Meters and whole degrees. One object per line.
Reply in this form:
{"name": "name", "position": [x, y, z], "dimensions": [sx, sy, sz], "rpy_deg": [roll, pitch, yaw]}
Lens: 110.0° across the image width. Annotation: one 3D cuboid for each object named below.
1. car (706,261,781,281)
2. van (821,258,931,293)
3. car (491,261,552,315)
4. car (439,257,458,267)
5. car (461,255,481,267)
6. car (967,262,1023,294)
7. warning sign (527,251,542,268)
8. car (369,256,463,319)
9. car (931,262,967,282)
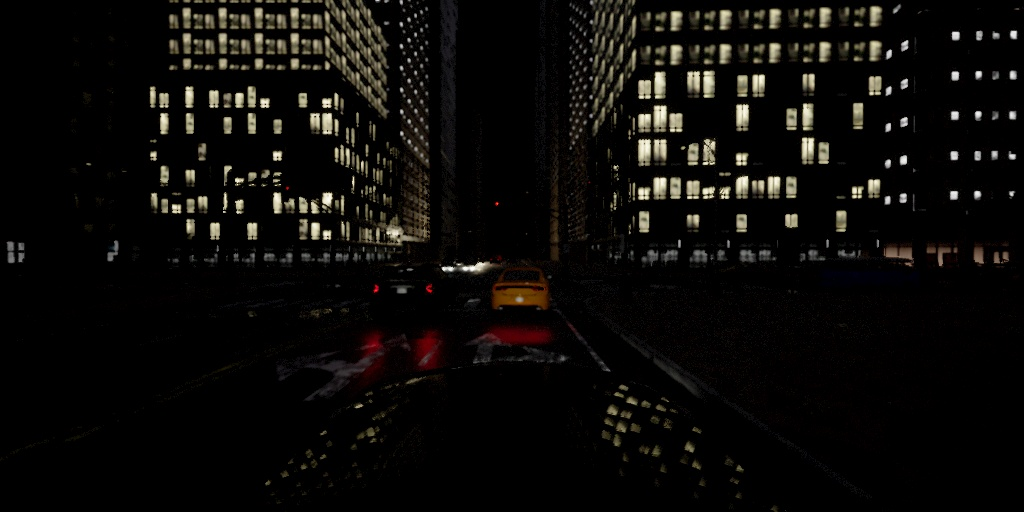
{"name": "car", "position": [17.088, 1.091, 26.602], "dimensions": [4.829, 1.417, 1.751], "rpy_deg": [0, 0, 2]}
{"name": "van", "position": [18.358, 0.983, 18.430], "dimensions": [3.998, 1.789, 1.690], "rpy_deg": [0, 0, 2]}
{"name": "car", "position": [0.436, 1.135, 13.189], "dimensions": [1.882, 1.535, 5.008], "rpy_deg": [0, 0, 5]}
{"name": "car", "position": [-9.805, 0.873, 55.924], "dimensions": [2.128, 1.511, 4.902], "rpy_deg": [0, 0, 0]}
{"name": "car", "position": [-6.556, 0.872, 56.063], "dimensions": [2.128, 1.511, 4.902], "rpy_deg": [0, 0, 0]}
{"name": "car", "position": [26.637, 1.089, 18.242], "dimensions": [4.097, 1.591, 1.967], "rpy_deg": [0, 0, 2]}
{"name": "warning sign", "position": [2.852, 0.548, 46.587], "dimensions": [1.300, 1.860, 1.060], "rpy_deg": [0, 0, 0]}
{"name": "car", "position": [-3.193, 1.015, 12.577], "dimensions": [2.097, 1.767, 4.553], "rpy_deg": [0, 0, 0]}
{"name": "car", "position": [32.483, 1.127, 25.916], "dimensions": [4.507, 1.381, 1.888], "rpy_deg": [0, 0, 2]}
